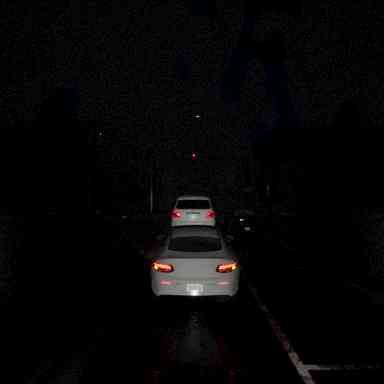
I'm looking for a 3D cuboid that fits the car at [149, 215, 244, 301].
[{"bbox_3d":[0.082,1.523,8.175,1.812,1.442,4.674,0,0,1],"label":"car"}]

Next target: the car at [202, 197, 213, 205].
[{"bbox_3d":[2.832,1.588,61.791,1.802,1.307,4.206,-1,0,0],"label":"car"}]

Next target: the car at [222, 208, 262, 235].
[{"bbox_3d":[2.683,1.546,18.281,2.008,1.369,4.403,-1,0,0],"label":"car"}]

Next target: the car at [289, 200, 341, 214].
[{"bbox_3d":[12.141,1.492,33.147,4.718,1.301,1.895,0,1,0],"label":"car"}]

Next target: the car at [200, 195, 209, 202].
[{"bbox_3d":[2.885,1.453,78.389,1.967,1.590,4.097,-1,0,0],"label":"car"}]

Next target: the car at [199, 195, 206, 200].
[{"bbox_3d":[2.944,1.570,94.986,2.008,1.369,4.403,-1,0,0],"label":"car"}]

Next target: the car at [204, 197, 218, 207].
[{"bbox_3d":[2.793,1.547,50.726,1.887,1.381,4.507,-1,0,0],"label":"car"}]

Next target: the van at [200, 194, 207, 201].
[{"bbox_3d":[2.902,1.356,83.921,1.690,1.788,3.998,-1,0,0],"label":"van"}]

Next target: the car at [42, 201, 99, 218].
[{"bbox_3d":[-11.036,1.592,30.279,4.902,1.511,2.128,0,1,0],"label":"car"}]

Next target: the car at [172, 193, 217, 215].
[{"bbox_3d":[0.091,1.217,17.925,2.150,2.045,5.566,0,0,1],"label":"car"}]

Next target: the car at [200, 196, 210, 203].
[{"bbox_3d":[2.869,1.555,72.856,1.887,1.381,4.507,-1,0,0],"label":"car"}]
